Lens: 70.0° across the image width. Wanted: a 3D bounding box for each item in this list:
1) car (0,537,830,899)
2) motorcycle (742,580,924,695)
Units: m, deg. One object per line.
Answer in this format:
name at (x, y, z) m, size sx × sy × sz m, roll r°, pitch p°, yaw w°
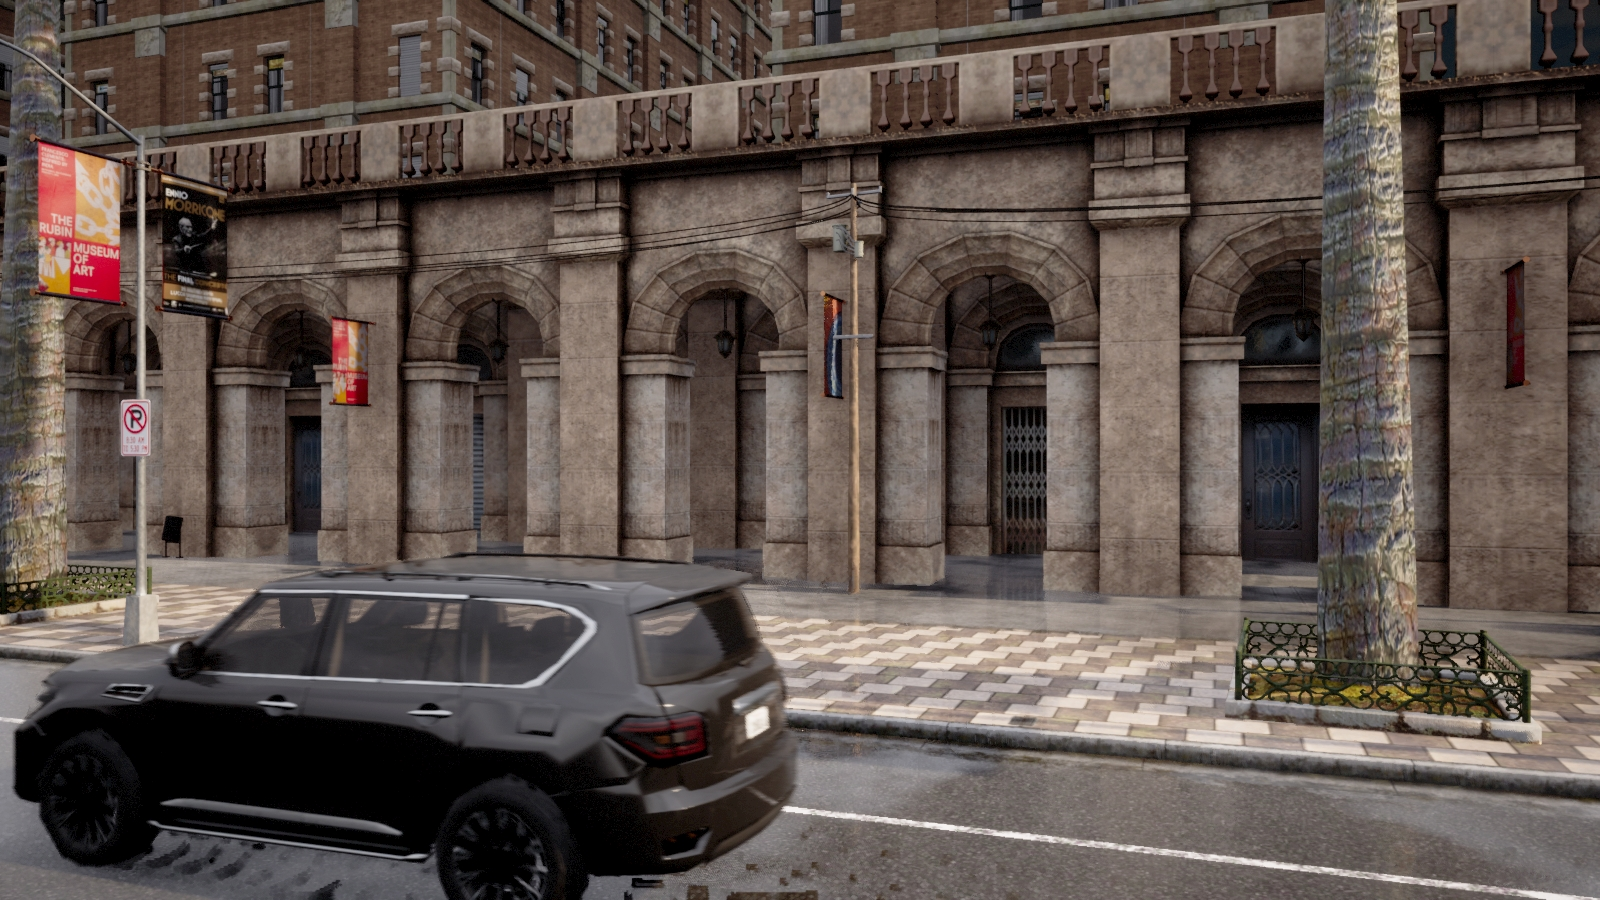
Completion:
car at (-2.774, 1.781, 8.009) m, size 5.566 × 2.045 × 2.150 m, roll 0°, pitch 0°, yaw 20°
motorcycle at (0.395, 2.215, 13.714) m, size 2.033 × 1.145 × 0.803 m, roll 0°, pitch 0°, yaw 20°
